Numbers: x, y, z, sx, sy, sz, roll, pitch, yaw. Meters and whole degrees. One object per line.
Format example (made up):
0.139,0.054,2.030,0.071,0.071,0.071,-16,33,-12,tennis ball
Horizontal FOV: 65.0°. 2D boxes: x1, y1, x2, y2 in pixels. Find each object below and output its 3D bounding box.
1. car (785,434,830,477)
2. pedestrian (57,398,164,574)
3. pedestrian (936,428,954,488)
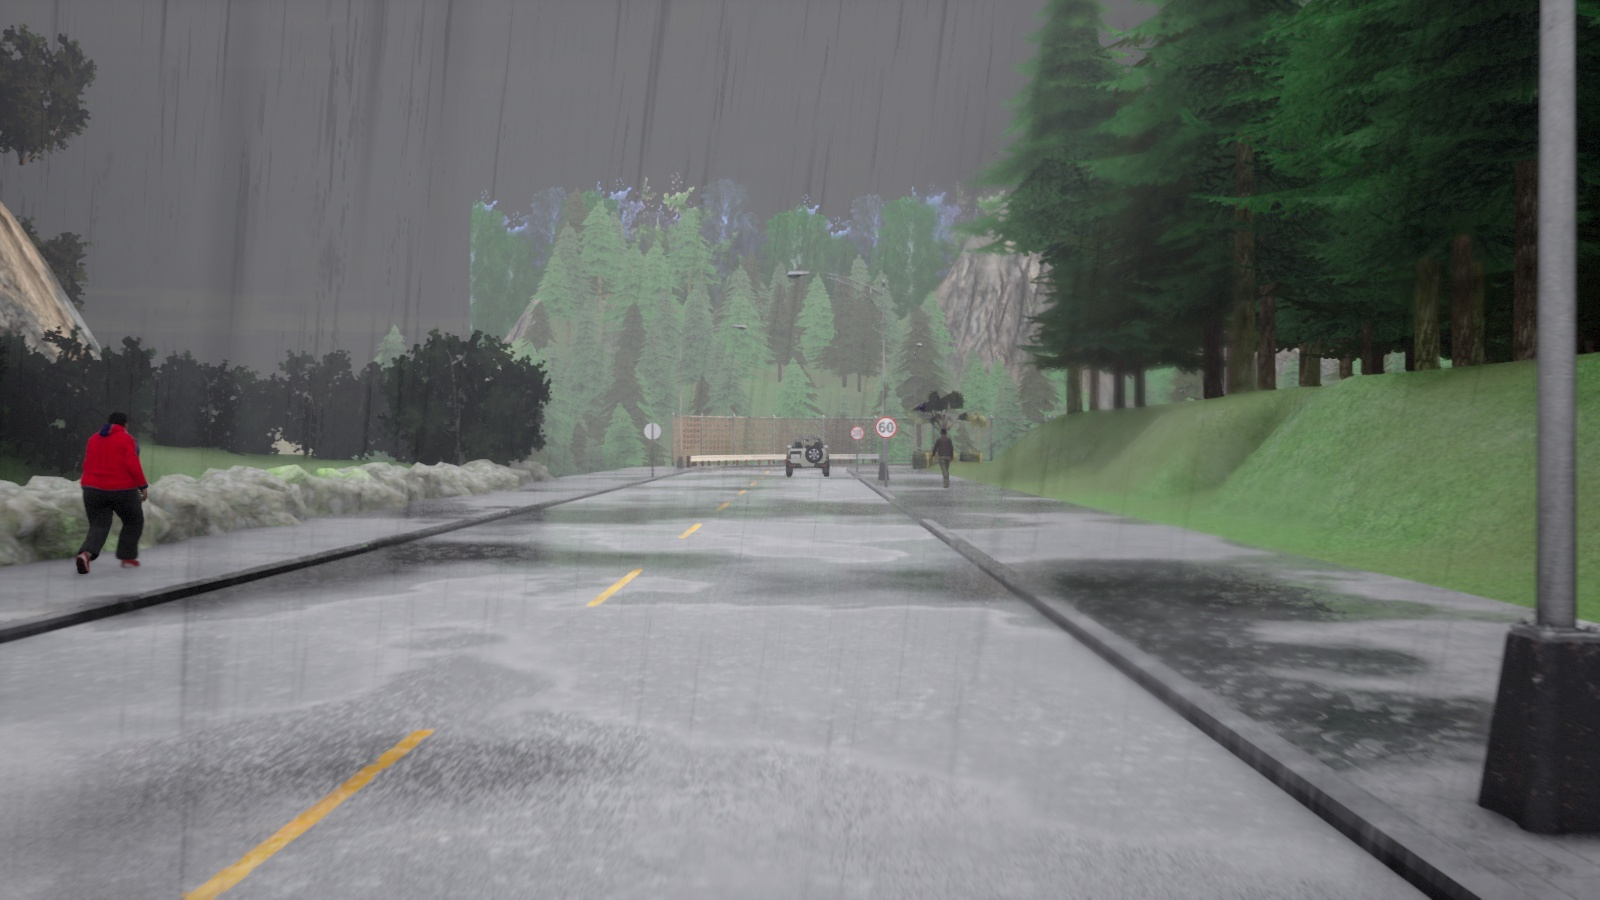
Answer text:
0.342,0.244,56.618,1.932,1.855,4.605,0,0,0,car
-7.441,0.374,13.584,0.634,1.844,0.899,0,0,3,pedestrian
4.459,0.242,38.610,0.431,1.840,0.703,0,0,-3,pedestrian
